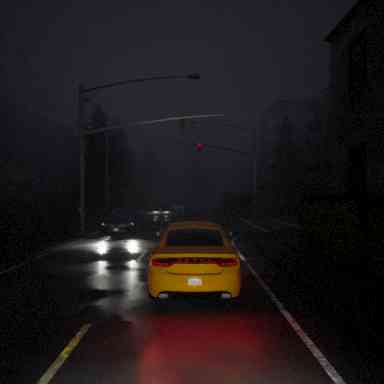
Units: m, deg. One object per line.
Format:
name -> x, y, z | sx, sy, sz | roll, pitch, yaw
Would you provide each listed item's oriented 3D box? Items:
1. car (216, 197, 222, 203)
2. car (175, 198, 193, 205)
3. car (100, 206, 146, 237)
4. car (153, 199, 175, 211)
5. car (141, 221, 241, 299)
car -> 6.957, 1.505, 70.318 | 1.812, 1.442, 4.674 | 0, 0, 44
car -> -1.485, 1.601, 57.086 | 1.895, 1.301, 4.718 | 0, 0, 21
car -> -3.635, 1.525, 18.190 | 1.812, 1.442, 4.674 | 0, 0, 0
car -> -3.591, 1.547, 40.602 | 2.033, 1.411, 5.357 | 0, 0, 1
car -> 0.061, 1.478, 8.508 | 1.882, 1.535, 5.008 | 0, 0, 0
